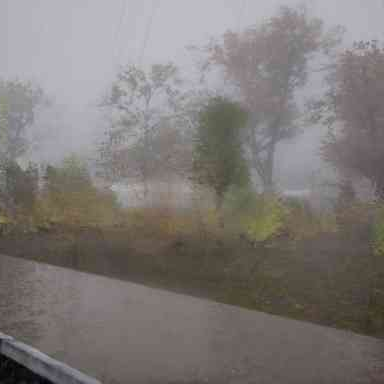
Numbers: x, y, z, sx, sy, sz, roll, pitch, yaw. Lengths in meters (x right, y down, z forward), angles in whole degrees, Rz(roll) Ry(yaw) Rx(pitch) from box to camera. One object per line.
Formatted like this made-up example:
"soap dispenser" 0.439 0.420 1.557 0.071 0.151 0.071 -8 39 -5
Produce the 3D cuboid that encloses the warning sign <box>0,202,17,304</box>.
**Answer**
"warning sign" -4.189 1.115 6.098 1.060 1.860 1.300 2 -1 35
